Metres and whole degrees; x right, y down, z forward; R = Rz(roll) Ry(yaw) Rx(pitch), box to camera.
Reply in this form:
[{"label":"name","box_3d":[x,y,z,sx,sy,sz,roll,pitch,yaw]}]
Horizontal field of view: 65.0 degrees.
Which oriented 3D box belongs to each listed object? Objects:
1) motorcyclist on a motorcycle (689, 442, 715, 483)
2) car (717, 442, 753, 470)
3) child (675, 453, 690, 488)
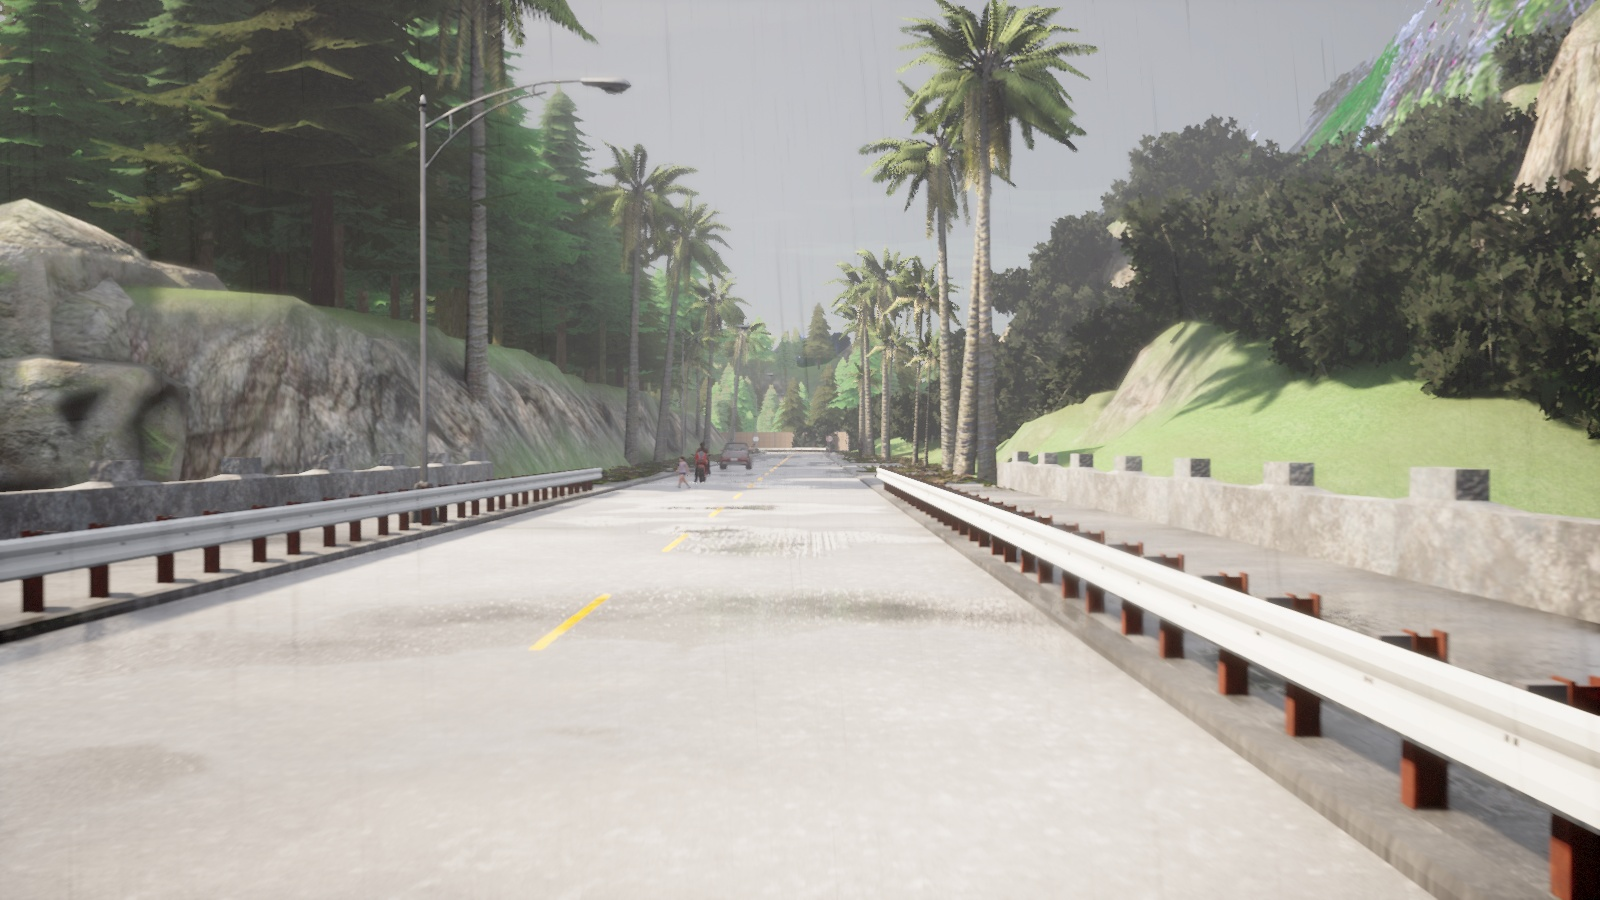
[{"label":"motorcyclist on a motorcycle","box_3d":[-3.692,0.459,47.443,0.797,1.523,2.044,0,0,0]},{"label":"car","box_3d":[-3.564,0.333,69.749,1.789,1.549,3.705,0,0,0]},{"label":"child","box_3d":[-3.788,0.667,40.546,0.394,1.110,0.255,0,0,-37]}]
